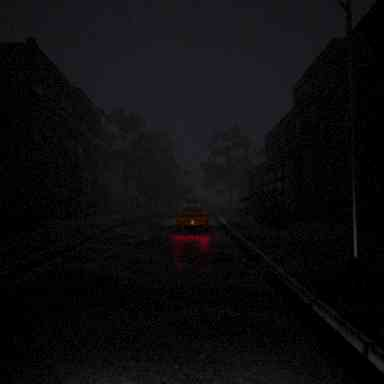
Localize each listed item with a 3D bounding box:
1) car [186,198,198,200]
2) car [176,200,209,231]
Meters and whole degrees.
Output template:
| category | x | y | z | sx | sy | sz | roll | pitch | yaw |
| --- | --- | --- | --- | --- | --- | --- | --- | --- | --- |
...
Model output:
| category | x | y | z | sx | sy | sz | roll | pitch | yaw |
| --- | --- | --- | --- | --- | --- | --- | --- | --- | --- |
| car | -0.014 | 1.347 | 36.627 | 1.994 | 1.385 | 4.181 | 0 | -1 | 2 |
| car | 0.027 | 1.507 | 20.866 | 1.882 | 1.535 | 5.008 | 0 | 0 | 0 |
